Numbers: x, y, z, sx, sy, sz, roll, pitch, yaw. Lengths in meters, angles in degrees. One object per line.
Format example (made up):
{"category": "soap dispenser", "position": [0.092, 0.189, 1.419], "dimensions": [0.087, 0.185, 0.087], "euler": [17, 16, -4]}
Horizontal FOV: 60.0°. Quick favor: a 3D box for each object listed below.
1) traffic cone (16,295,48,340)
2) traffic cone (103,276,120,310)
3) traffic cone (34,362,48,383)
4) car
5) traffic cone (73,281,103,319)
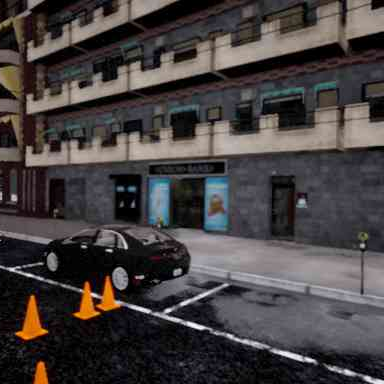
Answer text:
{"category": "traffic cone", "position": [-2.476, 1.900, 5.158], "dimensions": [0.340, 0.580, 0.340], "euler": [1, 0, 36]}
{"category": "traffic cone", "position": [-1.617, 1.905, 6.392], "dimensions": [0.340, 0.580, 0.340], "euler": [1, 0, 43]}
{"category": "traffic cone", "position": [-1.445, 1.923, 3.175], "dimensions": [0.340, 0.580, 0.340], "euler": [1, 0, 36]}
{"category": "car", "position": [-2.083, 1.484, 8.535], "dimensions": [4.403, 1.369, 2.008], "euler": [1, 0, 36]}
{"category": "traffic cone", "position": [-1.889, 1.904, 5.967], "dimensions": [0.340, 0.580, 0.340], "euler": [1, 0, 36]}
